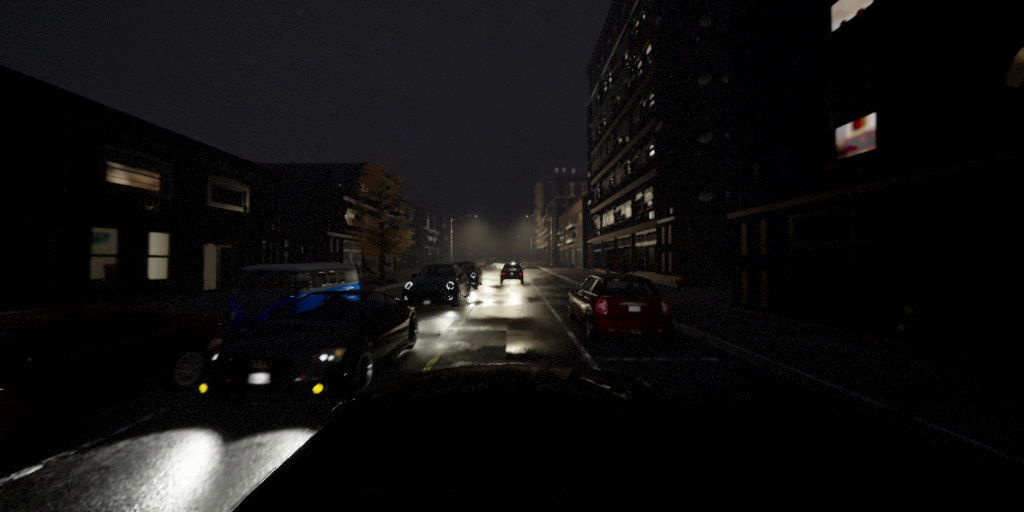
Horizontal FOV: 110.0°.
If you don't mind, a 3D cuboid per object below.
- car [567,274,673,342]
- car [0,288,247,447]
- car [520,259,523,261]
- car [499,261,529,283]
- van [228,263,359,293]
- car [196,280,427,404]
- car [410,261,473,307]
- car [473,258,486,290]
[{"bbox_3d":[2.689,1.190,9.855,1.967,1.591,4.097,0,0,0],"label":"car"},{"bbox_3d":[-5.690,1.295,4.104,1.888,1.381,4.507,0,0,0],"label":"car"},{"bbox_3d":[0.061,1.318,46.096,1.994,1.385,4.181,0,0,0],"label":"car"},{"bbox_3d":[0.006,1.299,27.602,2.033,1.411,5.357,0,0,0],"label":"car"},{"bbox_3d":[-5.692,1.090,9.792,1.690,1.789,3.998,0,0,0],"label":"van"},{"bbox_3d":[-3.076,1.314,6.382,1.994,1.385,4.181,0,0,1],"label":"car"},{"bbox_3d":[-3.088,1.102,15.321,2.097,1.767,4.553,0,0,0],"label":"car"},{"bbox_3d":[-3.007,1.102,22.512,2.097,1.767,4.553,0,0,0],"label":"car"}]
